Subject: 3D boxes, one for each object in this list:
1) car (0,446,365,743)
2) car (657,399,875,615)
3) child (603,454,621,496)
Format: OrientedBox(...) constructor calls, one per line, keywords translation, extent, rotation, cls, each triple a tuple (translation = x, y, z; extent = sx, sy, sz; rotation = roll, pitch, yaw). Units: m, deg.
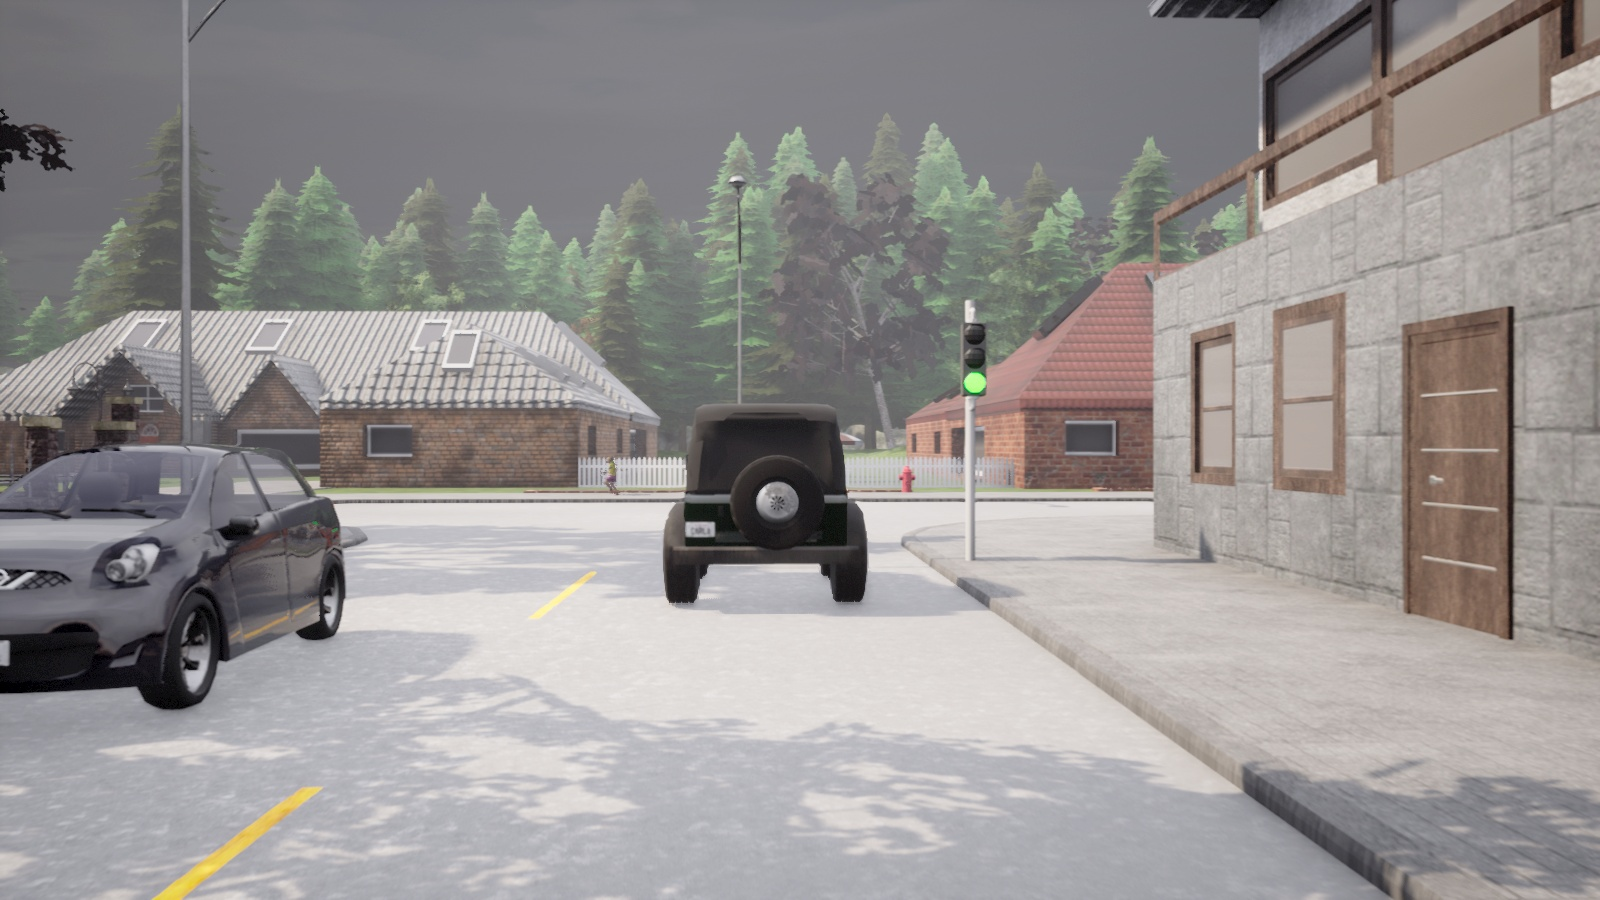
OrientedBox(translation=(-4.273, 0.725, 8.155), extent=(1.845, 1.501, 3.633), rotation=(0, 0, -4), cls="car")
OrientedBox(translation=(-0.355, 0.491, 12.913), extent=(1.905, 1.878, 3.866), rotation=(0, 0, -2), cls="car")
OrientedBox(translation=(-5.180, 0.688, 34.579), extent=(0.473, 1.160, 0.299), rotation=(0, 0, -2), cls="child")
